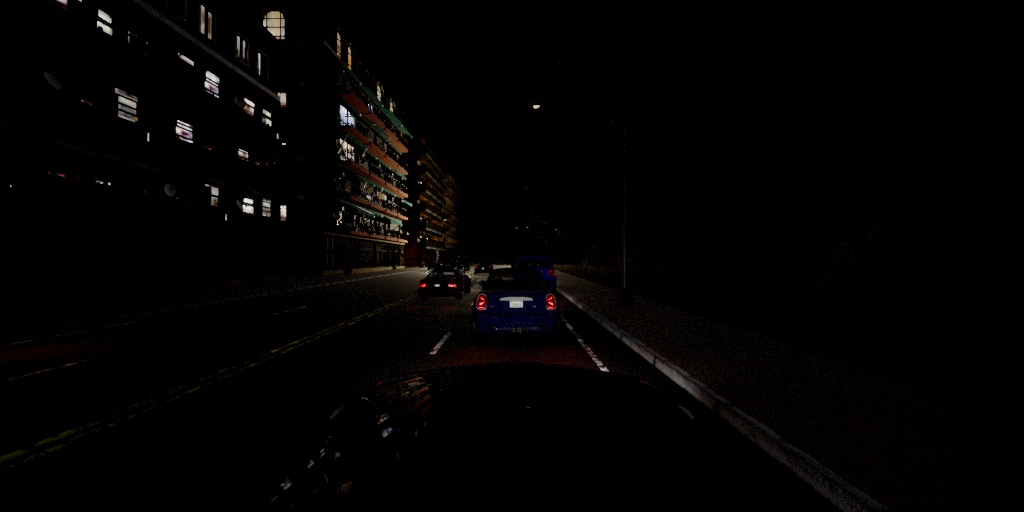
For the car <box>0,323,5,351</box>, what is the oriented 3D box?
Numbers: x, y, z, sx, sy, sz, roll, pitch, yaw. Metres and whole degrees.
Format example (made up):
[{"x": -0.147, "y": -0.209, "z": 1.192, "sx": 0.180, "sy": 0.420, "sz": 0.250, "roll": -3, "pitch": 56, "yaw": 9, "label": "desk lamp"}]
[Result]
[{"x": -6.604, "y": 1.241, "z": 1.503, "sx": 2.128, "sy": 1.511, "sz": 4.902, "roll": 0, "pitch": 0, "yaw": 0, "label": "car"}]

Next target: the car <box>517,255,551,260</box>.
[{"x": 1.137, "y": 0.977, "z": 19.747, "sx": 2.150, "sy": 2.045, "sz": 5.566, "roll": 0, "pitch": 0, "yaw": 0, "label": "car"}]

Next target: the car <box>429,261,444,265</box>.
[{"x": -9.845, "y": 1.315, "z": 47.252, "sx": 1.994, "sy": 1.385, "sz": 4.181, "roll": 0, "pitch": 0, "yaw": 0, "label": "car"}]

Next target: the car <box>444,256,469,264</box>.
[{"x": -6.597, "y": 0.973, "z": 44.761, "sx": 2.150, "sy": 2.045, "sz": 5.566, "roll": 0, "pitch": 0, "yaw": 0, "label": "car"}]

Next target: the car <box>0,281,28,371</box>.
[{"x": -9.851, "y": 1.228, "z": 4.096, "sx": 1.882, "sy": 1.535, "sz": 5.008, "roll": 0, "pitch": 0, "yaw": 0, "label": "car"}]

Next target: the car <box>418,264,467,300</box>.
[{"x": -3.149, "y": 1.299, "z": 17.631, "sx": 2.033, "sy": 1.411, "sz": 5.357, "roll": 0, "pitch": 0, "yaw": 0, "label": "car"}]

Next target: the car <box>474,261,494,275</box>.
[{"x": -3.147, "y": 1.316, "z": 40.997, "sx": 1.994, "sy": 1.385, "sz": 4.181, "roll": 0, "pitch": 0, "yaw": 0, "label": "car"}]

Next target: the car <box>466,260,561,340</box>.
[{"x": 0.098, "y": 1.103, "z": 10.172, "sx": 2.097, "sy": 1.767, "sz": 4.553, "roll": 0, "pitch": 0, "yaw": 0, "label": "car"}]
